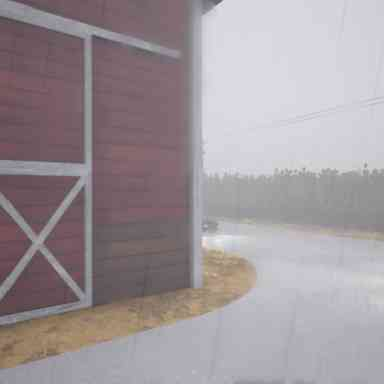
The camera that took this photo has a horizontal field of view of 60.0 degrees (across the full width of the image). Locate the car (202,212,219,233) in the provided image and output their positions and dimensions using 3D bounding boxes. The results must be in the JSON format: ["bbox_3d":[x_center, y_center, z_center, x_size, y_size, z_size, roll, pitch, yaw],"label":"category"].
[{"bbox_3d":[-0.339,1.549,18.568,1.994,1.385,4.181,0,0,-32],"label":"car"}]
